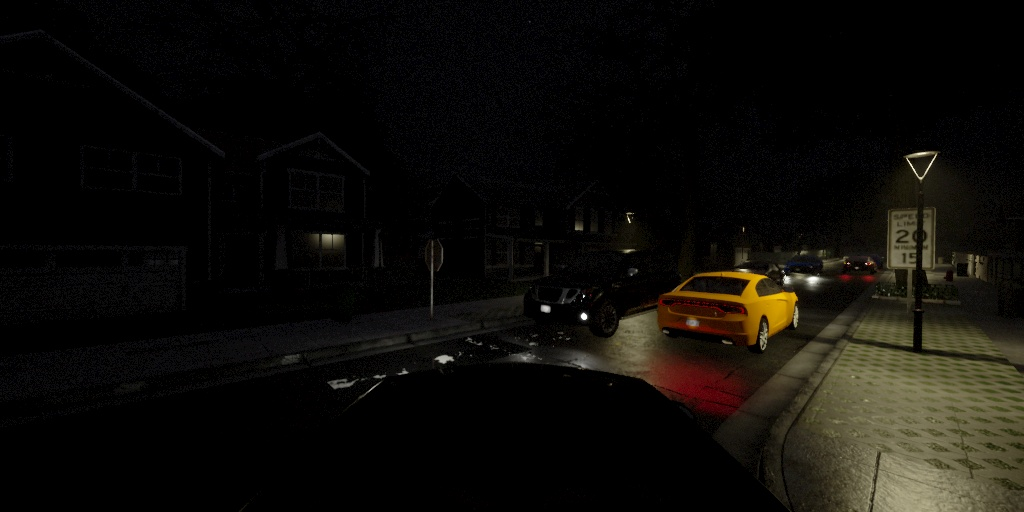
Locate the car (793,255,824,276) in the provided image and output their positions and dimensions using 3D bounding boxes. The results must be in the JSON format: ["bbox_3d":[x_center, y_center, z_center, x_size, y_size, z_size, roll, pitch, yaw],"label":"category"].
[{"bbox_3d":[23.475,0.704,28.756,5.008,1.535,1.882,-2,2,-42],"label":"car"}]

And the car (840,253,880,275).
[{"bbox_3d":[28.967,0.710,29.835,4.674,1.442,1.812,-1,2,-41],"label":"car"}]

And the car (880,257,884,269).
[{"bbox_3d":[36.605,0.478,36.756,5.008,1.535,1.882,-1,2,-41],"label":"car"}]

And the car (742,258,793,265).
[{"bbox_3d":[13.602,0.974,19.914,5.357,1.411,2.033,-1,1,-42],"label":"car"}]

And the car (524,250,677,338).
[{"bbox_3d":[2.834,0.843,10.222,5.566,2.045,2.150,-1,1,-42],"label":"car"}]

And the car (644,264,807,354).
[{"bbox_3d":[5.385,1.125,8.685,5.008,1.535,1.882,-1,1,-42],"label":"car"}]
